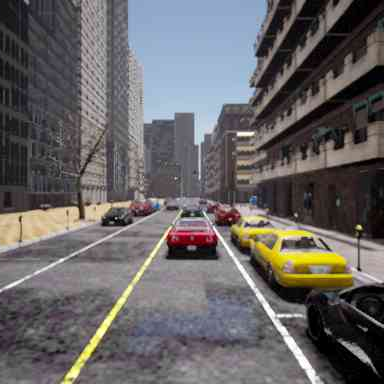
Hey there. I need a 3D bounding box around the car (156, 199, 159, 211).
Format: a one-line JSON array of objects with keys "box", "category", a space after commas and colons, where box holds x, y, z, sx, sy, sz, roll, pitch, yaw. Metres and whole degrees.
[{"box": [-5.660, 1.980, 42.260, 1.947, 1.339, 4.313, 0, -1, 0], "category": "car"}]

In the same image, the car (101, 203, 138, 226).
[{"box": [-5.673, 1.815, 25.693, 1.947, 1.339, 4.313, 0, -1, 0], "category": "car"}]

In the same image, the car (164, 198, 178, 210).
[{"box": [-2.959, 2.059, 51.751, 2.033, 1.411, 5.357, 0, -1, 0], "category": "car"}]

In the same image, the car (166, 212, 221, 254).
[{"box": [0.014, 1.736, 14.106, 1.895, 1.301, 4.718, 0, -1, 0], "category": "car"}]

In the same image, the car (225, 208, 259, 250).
[{"box": [2.698, 1.668, 14.810, 1.752, 1.417, 4.829, 0, -1, 0], "category": "car"}]

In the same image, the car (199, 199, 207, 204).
[{"box": [2.754, 2.423, 85.690, 1.887, 1.381, 4.507, 0, -1, 0], "category": "car"}]

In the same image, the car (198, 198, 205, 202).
[{"box": [2.750, 2.362, 80.164, 1.887, 1.381, 4.507, 0, -1, 0], "category": "car"}]

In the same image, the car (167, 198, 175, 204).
[{"box": [-5.621, 2.483, 91.225, 1.887, 1.381, 4.507, 0, -1, 0], "category": "car"}]

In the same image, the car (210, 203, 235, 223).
[{"box": [2.707, 1.794, 25.685, 1.887, 1.381, 4.507, 0, -1, 0], "category": "car"}]

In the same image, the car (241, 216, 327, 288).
[{"box": [2.694, 1.614, 9.287, 1.752, 1.417, 4.829, 0, -1, 0], "category": "car"}]

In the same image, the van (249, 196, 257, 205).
[{"box": [13.763, 1.792, 67.715, 3.998, 1.788, 1.690, -1, 0, 0], "category": "van"}]

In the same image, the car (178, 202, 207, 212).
[{"box": [0.033, 1.849, 29.330, 1.994, 1.385, 4.181, 0, -1, 0], "category": "car"}]

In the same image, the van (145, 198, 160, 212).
[{"box": [-5.657, 1.812, 47.785, 1.690, 1.788, 3.998, 0, -1, 0], "category": "van"}]

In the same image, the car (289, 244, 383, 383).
[{"box": [2.690, 1.601, 3.595, 1.947, 1.339, 4.313, 0, -1, 0], "category": "car"}]

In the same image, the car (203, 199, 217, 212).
[{"box": [2.720, 1.959, 42.252, 1.887, 1.381, 4.507, 0, -1, 0], "category": "car"}]

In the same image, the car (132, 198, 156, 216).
[{"box": [-5.666, 1.674, 36.740, 2.192, 1.841, 5.009, 0, -1, 0], "category": "car"}]

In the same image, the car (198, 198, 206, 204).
[{"box": [2.758, 2.379, 91.219, 1.967, 1.590, 4.097, 0, -1, 0], "category": "car"}]
